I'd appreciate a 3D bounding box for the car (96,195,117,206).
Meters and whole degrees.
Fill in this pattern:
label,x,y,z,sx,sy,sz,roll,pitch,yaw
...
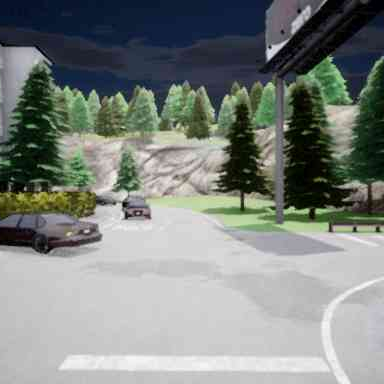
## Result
label,x,y,z,sx,sy,sz,roll,pitch,yaw
car,-12.192,1.181,46.655,1.837,1.490,4.892,0,0,-37

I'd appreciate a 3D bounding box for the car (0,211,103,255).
label,x,y,z,sx,sy,sz,roll,pitch,yaw
car,-6.074,1.442,12.669,5.357,1.411,2.033,0,0,21

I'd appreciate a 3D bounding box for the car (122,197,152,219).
label,x,y,z,sx,sy,sz,roll,pitch,yaw
car,-4.231,1.380,26.349,1.994,1.385,4.181,0,0,-8

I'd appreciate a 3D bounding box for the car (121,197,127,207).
label,x,y,z,sx,sy,sz,roll,pitch,yaw
car,-6.239,1.247,35.041,2.128,1.511,4.902,0,0,-20
